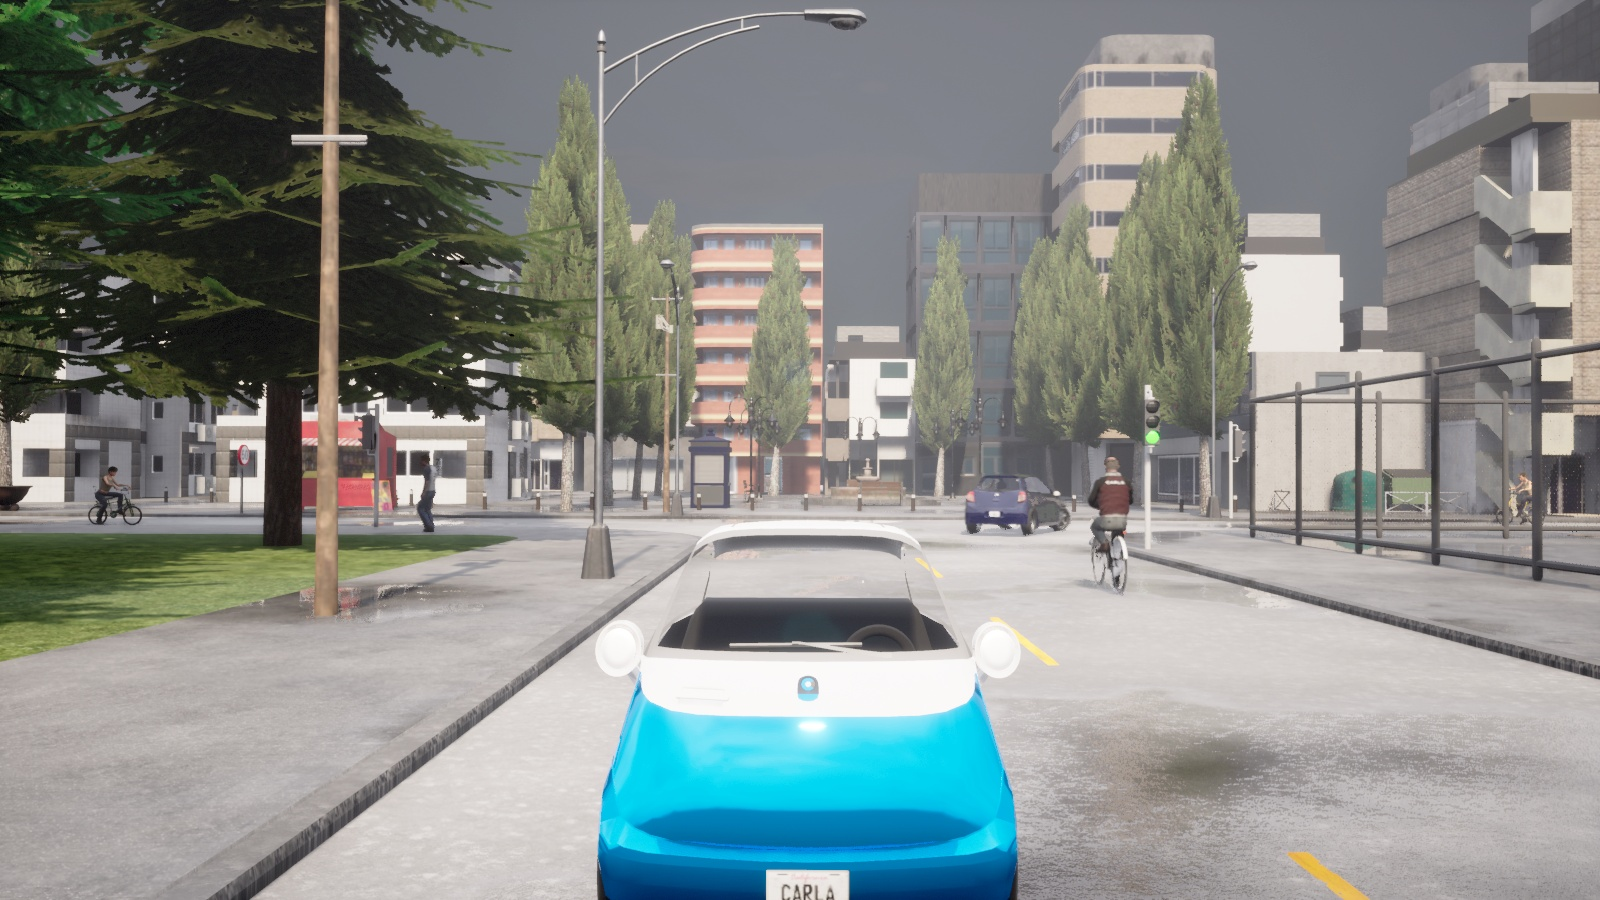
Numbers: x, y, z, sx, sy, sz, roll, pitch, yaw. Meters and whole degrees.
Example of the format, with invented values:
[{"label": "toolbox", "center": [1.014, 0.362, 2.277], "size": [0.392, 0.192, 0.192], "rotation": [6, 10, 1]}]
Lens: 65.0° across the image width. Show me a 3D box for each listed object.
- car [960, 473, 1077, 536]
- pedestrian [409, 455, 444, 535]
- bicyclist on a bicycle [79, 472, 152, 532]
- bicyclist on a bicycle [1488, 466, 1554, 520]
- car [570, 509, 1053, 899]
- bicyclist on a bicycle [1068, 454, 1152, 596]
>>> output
[{"label": "car", "center": [5.637, 1.344, 32.120], "size": [1.845, 1.501, 3.633], "rotation": [-1, -1, 29]}, {"label": "pedestrian", "center": [-8.632, 1.045, 29.025], "size": [0.706, 1.836, 0.354], "rotation": [0, -1, 4]}, {"label": "bicyclist on a bicycle", "center": [-18.738, 1.402, 34.391], "size": [1.509, 1.612, 0.866], "rotation": [0, -1, 1]}, {"label": "bicyclist on a bicycle", "center": [21.948, 1.304, 38.248], "size": [1.509, 1.612, 0.866], "rotation": [0, -1, 0]}, {"label": "car", "center": [0.037, 0.953, 4.965], "size": [1.481, 1.376, 2.207], "rotation": [0, -1, 0]}, {"label": "bicyclist on a bicycle", "center": [4.084, 0.948, 16.688], "size": [0.659, 1.776, 1.843], "rotation": [0, -1, 0]}]
